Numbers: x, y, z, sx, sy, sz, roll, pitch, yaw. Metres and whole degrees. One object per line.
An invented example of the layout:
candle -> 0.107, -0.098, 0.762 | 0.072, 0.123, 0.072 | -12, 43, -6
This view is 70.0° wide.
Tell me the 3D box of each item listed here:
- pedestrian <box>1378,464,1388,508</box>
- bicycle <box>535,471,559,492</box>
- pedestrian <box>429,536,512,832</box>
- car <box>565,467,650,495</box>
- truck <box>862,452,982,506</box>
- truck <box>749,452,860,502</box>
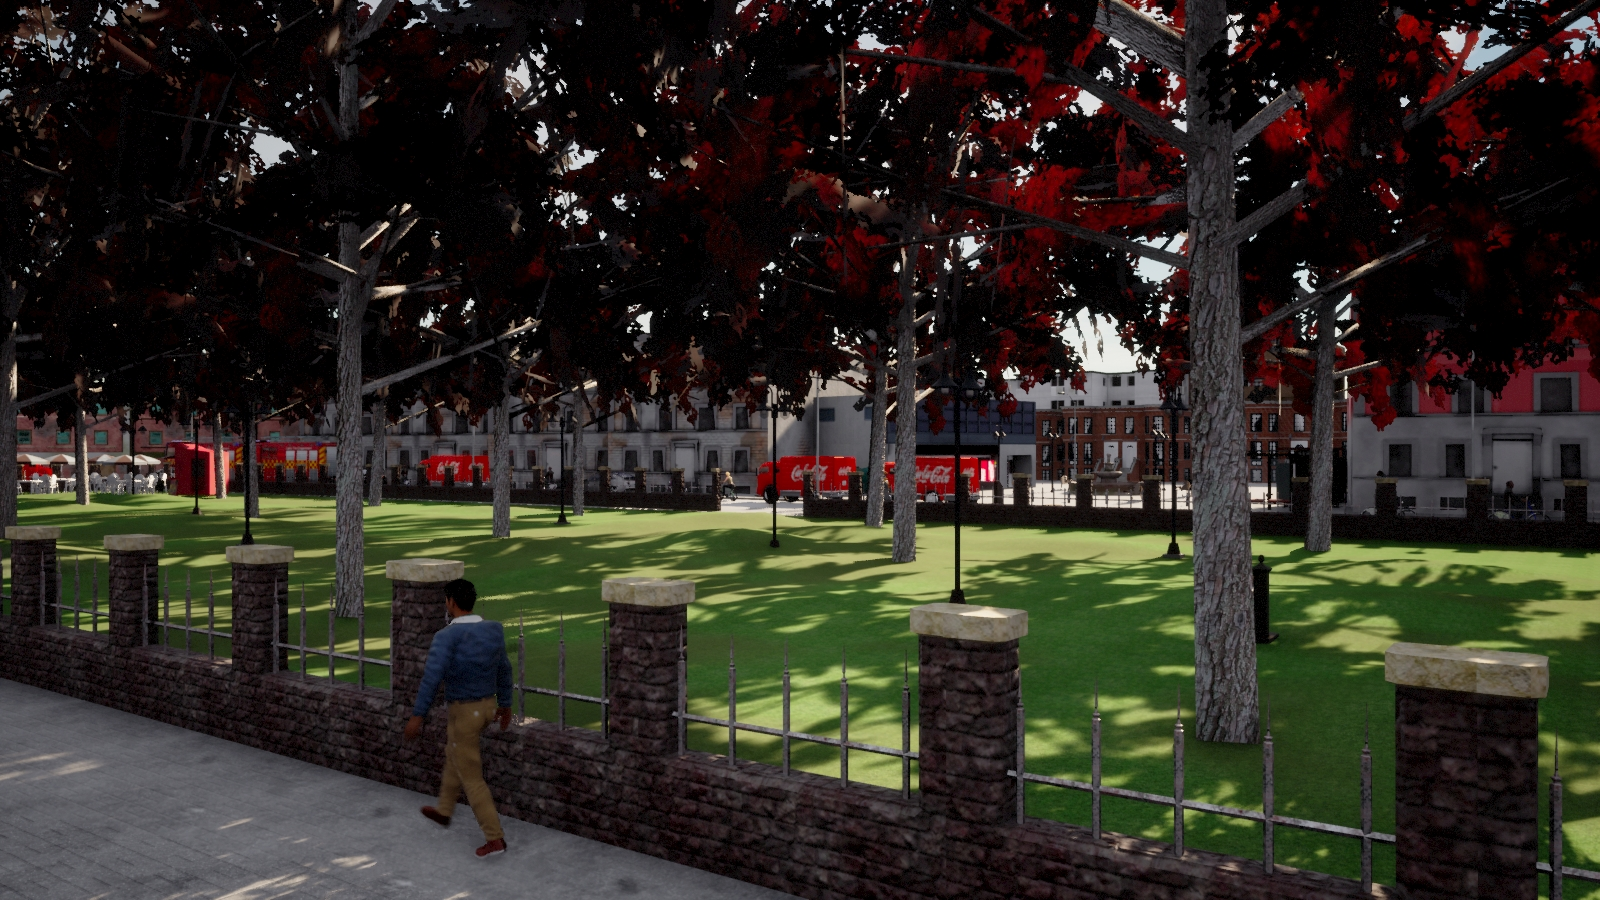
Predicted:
pedestrian -> 24.567, 1.522, 48.155 | 0.375, 1.860, 0.375 | 0, 0, 27
bicycle -> -15.681, 1.940, 70.806 | 1.835, 1.271, 0.329 | 0, 0, 35
pedestrian -> -2.193, 1.526, 7.613 | 0.375, 1.860, 0.375 | 0, 0, 35
car -> -11.432, 1.827, 67.802 | 4.902, 1.511, 2.128 | 0, 0, 35
truck -> 5.913, 1.348, 55.621 | 5.204, 2.467, 2.627 | 0, 0, 35
truck -> 0.205, 1.348, 59.637 | 5.204, 2.467, 2.627 | 0, 0, 35
